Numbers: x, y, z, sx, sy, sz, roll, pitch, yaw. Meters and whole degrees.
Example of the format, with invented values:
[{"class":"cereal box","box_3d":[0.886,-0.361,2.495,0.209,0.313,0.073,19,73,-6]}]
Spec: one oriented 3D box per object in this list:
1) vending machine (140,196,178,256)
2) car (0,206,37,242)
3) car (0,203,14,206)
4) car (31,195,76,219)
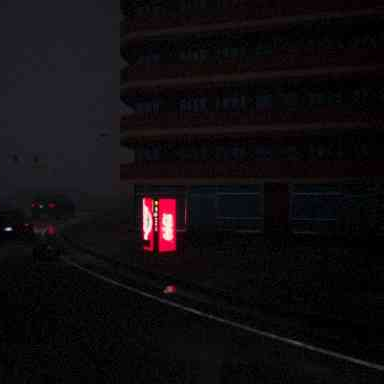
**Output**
[{"class":"vending machine","box_3d":[-1.204,1.204,12.303,1.100,2.100,0.880,0,0,-37]},{"class":"car","box_3d":[-8.761,1.578,16.081,1.994,1.385,4.181,0,0,-26]},{"class":"car","box_3d":[-15.689,1.590,27.326,1.994,1.385,4.181,0,0,-5]},{"class":"car","box_3d":[-12.002,1.247,29.003,2.150,2.045,5.566,0,0,-1]}]
